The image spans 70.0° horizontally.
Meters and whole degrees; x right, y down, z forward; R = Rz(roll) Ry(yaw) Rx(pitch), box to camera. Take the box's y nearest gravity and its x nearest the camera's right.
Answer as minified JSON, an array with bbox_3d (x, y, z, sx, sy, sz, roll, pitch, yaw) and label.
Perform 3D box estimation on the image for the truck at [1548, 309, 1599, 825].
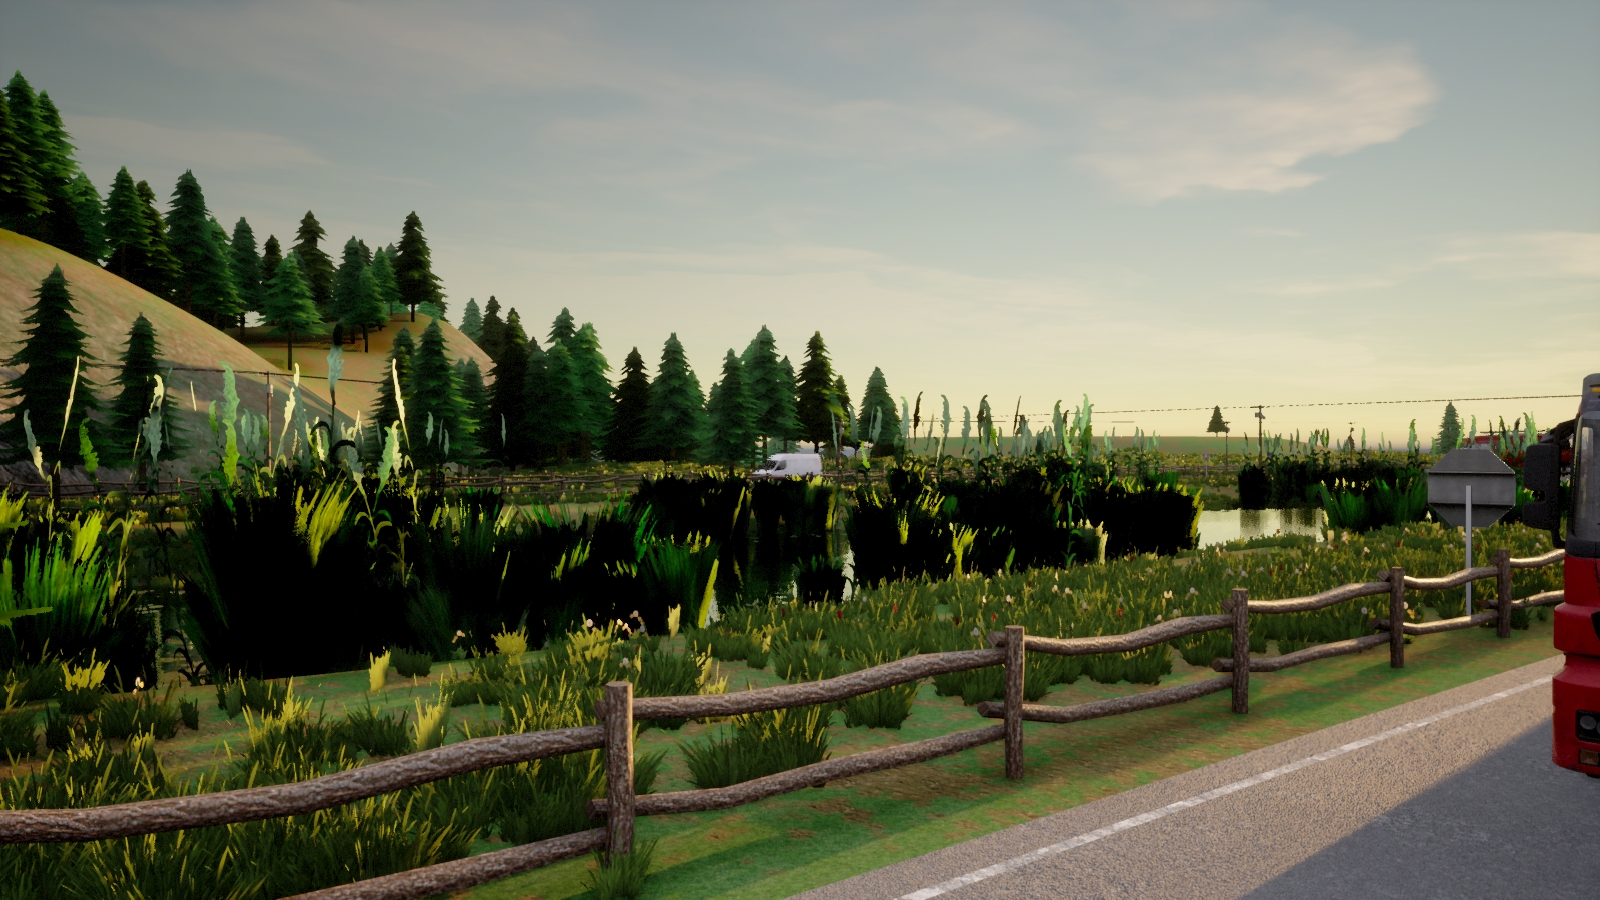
[{"bbox_3d":[9.532,0.862,10.955,2.891,3.827,8.468,0,0,41],"label":"truck"}]

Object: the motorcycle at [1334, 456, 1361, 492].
[{"bbox_3d":[36.073,1.577,75.318,2.033,2.348,0.803,0,0,-39],"label":"motorcycle"}]
